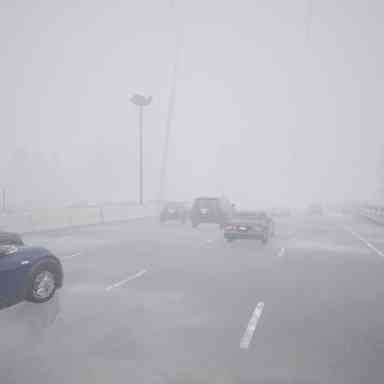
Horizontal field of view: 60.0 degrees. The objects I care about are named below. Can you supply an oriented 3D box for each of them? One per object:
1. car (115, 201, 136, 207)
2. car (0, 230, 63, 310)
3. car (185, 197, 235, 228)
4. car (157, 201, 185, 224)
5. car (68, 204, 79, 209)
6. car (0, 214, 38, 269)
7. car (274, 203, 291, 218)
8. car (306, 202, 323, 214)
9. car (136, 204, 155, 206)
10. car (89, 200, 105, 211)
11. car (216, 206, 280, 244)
[{"bbox_3d":[-9.006,1.920,46.770,1.882,1.535,5.008,0,-1,19],"label":"car"},{"bbox_3d":[-4.394,1.358,5.714,2.097,1.767,4.553,0,0,19],"label":"car"},{"bbox_3d":[1.633,1.362,23.318,2.150,2.045,5.566,0,0,19],"label":"car"},{"bbox_3d":[-0.857,1.525,26.852,2.097,1.767,4.553,0,-1,19],"label":"car"},{"bbox_3d":[-16.133,1.980,47.590,1.994,1.385,4.181,0,-1,19],"label":"car"},{"bbox_3d":[-6.935,1.501,9.097,2.128,1.511,4.902,0,0,19],"label":"car"},{"bbox_3d":[9.364,1.881,35.103,1.812,1.442,4.674,0,-1,18],"label":"car"},{"bbox_3d":[15.444,1.980,42.046,1.882,1.535,5.008,0,-1,19],"label":"car"},{"bbox_3d":[-5.391,1.809,46.508,2.097,1.767,4.553,0,-1,19],"label":"car"},{"bbox_3d":[-12.768,1.897,46.614,1.882,1.535,5.008,0,-1,19],"label":"car"},{"bbox_3d":[2.969,1.618,16.417,2.033,1.411,5.357,0,-1,19],"label":"car"}]
